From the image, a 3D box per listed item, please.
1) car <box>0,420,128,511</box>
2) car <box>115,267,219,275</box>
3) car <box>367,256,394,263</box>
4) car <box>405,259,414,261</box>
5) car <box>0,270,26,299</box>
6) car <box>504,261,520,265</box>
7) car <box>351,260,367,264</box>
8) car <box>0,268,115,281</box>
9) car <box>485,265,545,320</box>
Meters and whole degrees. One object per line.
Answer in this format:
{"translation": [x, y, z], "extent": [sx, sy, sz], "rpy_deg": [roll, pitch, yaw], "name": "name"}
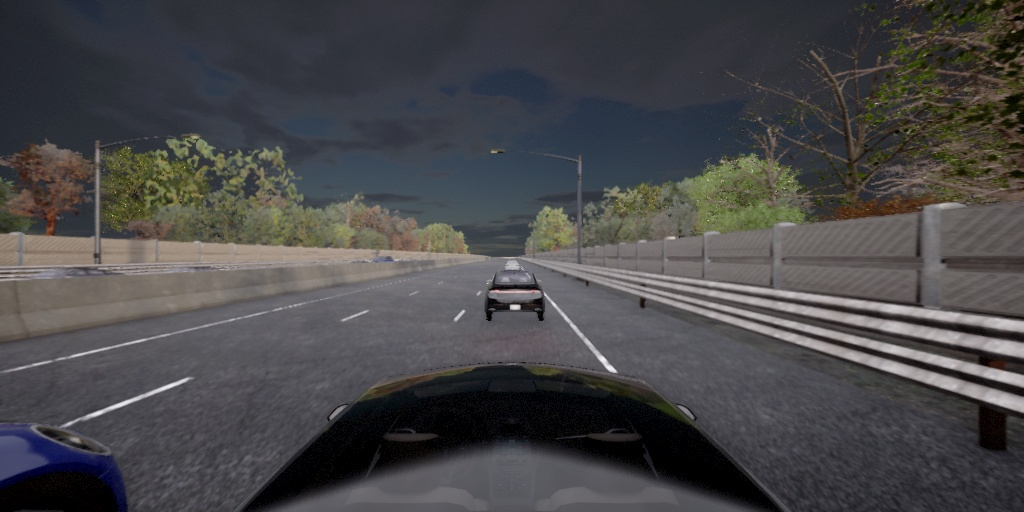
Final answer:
{"translation": [-3.406, 1.101, 0.265], "extent": [2.097, 1.767, 4.553], "rpy_deg": [0, 0, 0], "name": "car"}
{"translation": [-17.619, 1.303, 19.615], "extent": [2.033, 1.411, 5.357], "rpy_deg": [0, 0, 0], "name": "car"}
{"translation": [-21.095, 0.984, 58.475], "extent": [2.150, 2.045, 5.566], "rpy_deg": [0, 0, 1], "name": "car"}
{"translation": [-17.592, 1.240, 61.205], "extent": [1.882, 1.535, 5.008], "rpy_deg": [0, 0, 1], "name": "car"}
{"translation": [-24.613, 1.355, 15.112], "extent": [1.895, 1.301, 4.718], "rpy_deg": [0, 0, 0], "name": "car"}
{"translation": [0.054, 1.284, 44.444], "extent": [1.812, 1.442, 4.674], "rpy_deg": [0, 0, 0], "name": "car"}
{"translation": [-24.595, 1.326, 58.107], "extent": [1.994, 1.385, 4.181], "rpy_deg": [0, 0, 0], "name": "car"}
{"translation": [-21.115, 1.302, 17.113], "extent": [2.033, 1.411, 5.357], "rpy_deg": [0, 0, 0], "name": "car"}
{"translation": [0.089, 1.244, 12.620], "extent": [2.128, 1.511, 4.902], "rpy_deg": [0, 0, 0], "name": "car"}
